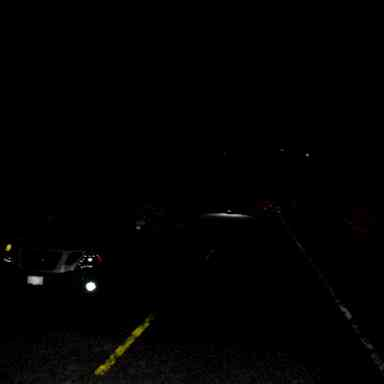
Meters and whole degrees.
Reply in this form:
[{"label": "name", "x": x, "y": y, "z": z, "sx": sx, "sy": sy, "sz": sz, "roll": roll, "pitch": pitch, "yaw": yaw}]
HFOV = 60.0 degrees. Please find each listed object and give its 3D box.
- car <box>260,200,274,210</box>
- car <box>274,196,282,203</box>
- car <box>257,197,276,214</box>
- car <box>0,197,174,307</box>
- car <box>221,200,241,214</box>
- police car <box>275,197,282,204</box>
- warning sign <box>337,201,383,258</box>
[{"label": "car", "x": 11.391, "y": 1.904, "z": 50.445, "sx": 1.895, "sy": 1.301, "sz": 4.718, "roll": 2, "pitch": 0, "yaw": 14}, {"label": "car", "x": 23.259, "y": 2.029, "z": 89.936, "sx": 1.801, "sy": 1.575, "sz": 5.366, "roll": 2, "pitch": 0, "yaw": 17}, {"label": "car", "x": 8.838, "y": 1.718, "z": 40.035, "sx": 1.882, "sy": 1.535, "sz": 5.008, "roll": 2, "pitch": 0, "yaw": 14}, {"label": "car", "x": -2.058, "y": 1.161, "z": 8.336, "sx": 2.150, "sy": 2.045, "sz": 5.566, "roll": 2, "pitch": 0, "yaw": 12}, {"label": "car", "x": 4.577, "y": 1.668, "z": 37.870, "sx": 2.033, "sy": 1.411, "sz": 5.357, "roll": 2, "pitch": 0, "yaw": 14}, {"label": "police car", "x": 20.428, "y": 1.938, "z": 80.293, "sx": 1.930, "sy": 1.638, "sz": 5.238, "roll": 2, "pitch": 0, "yaw": 16}, {"label": "warning sign", "x": 6.042, "y": 1.289, "z": 11.939, "sx": 1.300, "sy": 1.860, "sz": 1.060, "roll": 1, "pitch": 0, "yaw": 12}]
